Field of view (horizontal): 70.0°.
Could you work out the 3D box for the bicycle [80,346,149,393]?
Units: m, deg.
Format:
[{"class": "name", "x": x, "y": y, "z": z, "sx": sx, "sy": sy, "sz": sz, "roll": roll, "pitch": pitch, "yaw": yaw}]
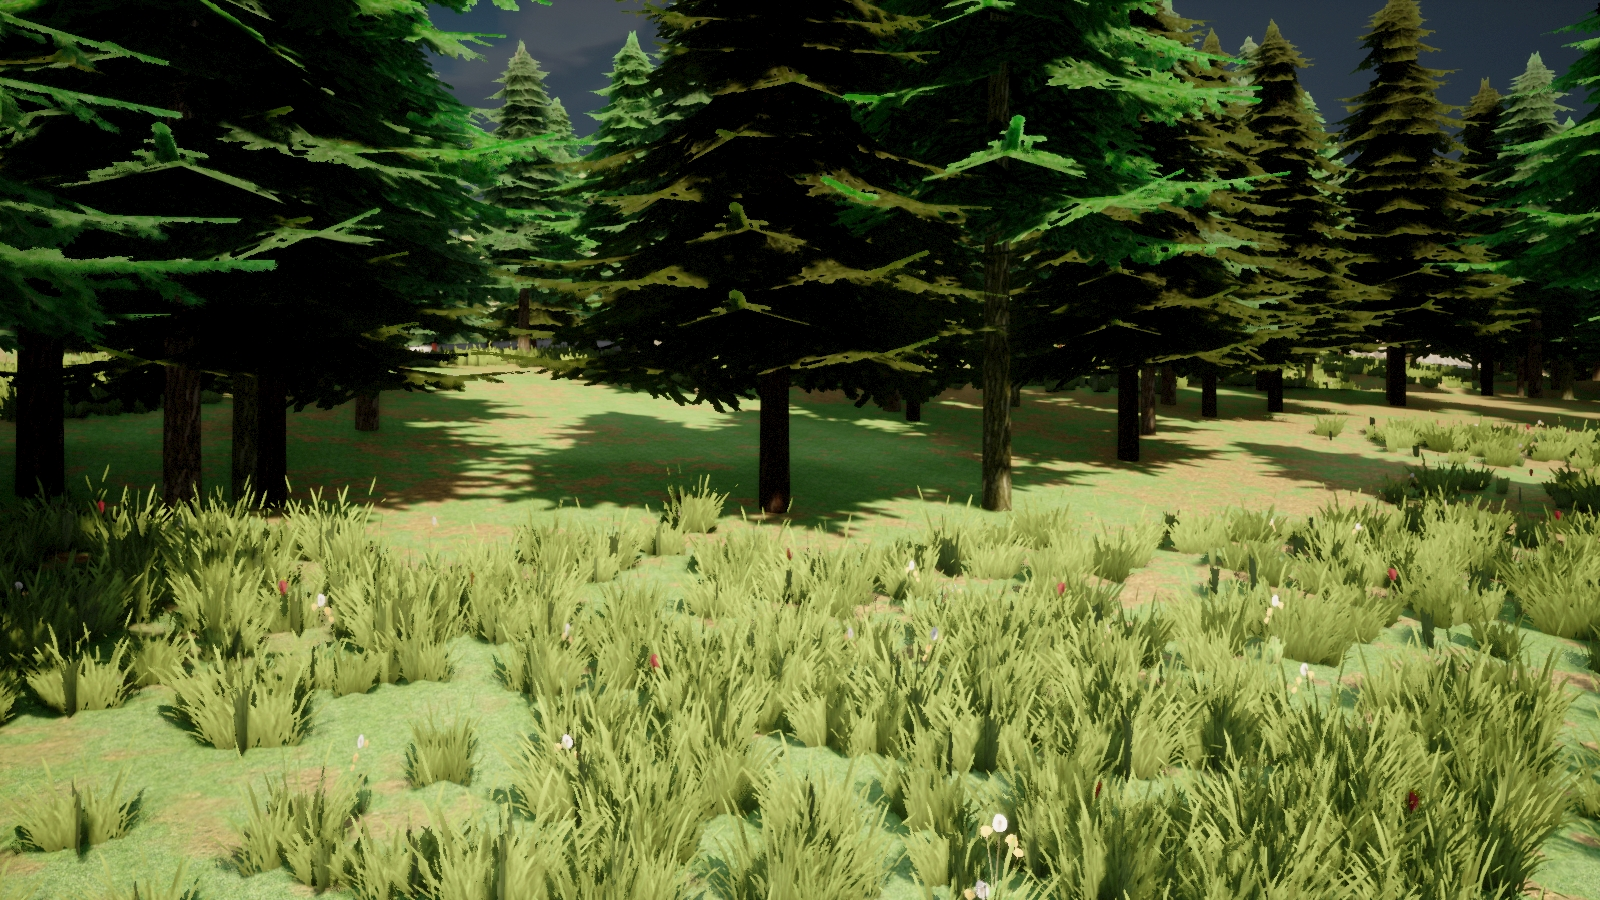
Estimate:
[{"class": "bicycle", "x": -22.785, "y": -2.684, "z": 37.984, "sx": 1.835, "sy": 1.471, "sz": 0.329, "roll": -5, "pitch": 2, "yaw": -25}]
